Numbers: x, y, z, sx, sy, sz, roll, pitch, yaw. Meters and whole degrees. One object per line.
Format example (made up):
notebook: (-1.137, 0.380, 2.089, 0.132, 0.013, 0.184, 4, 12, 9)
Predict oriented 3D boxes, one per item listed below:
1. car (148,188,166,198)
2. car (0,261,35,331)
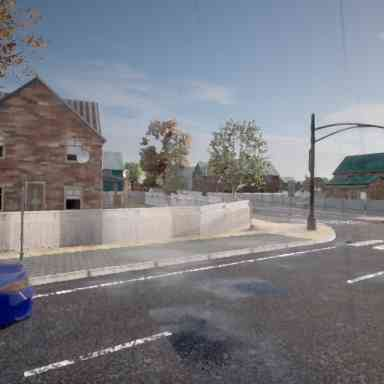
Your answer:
car: (-6.544, 0.336, 61.636, 2.150, 2.045, 5.566, 1, 1, -21)
car: (-4.591, 1.526, 4.264, 4.674, 1.442, 1.812, 0, 0, -36)
